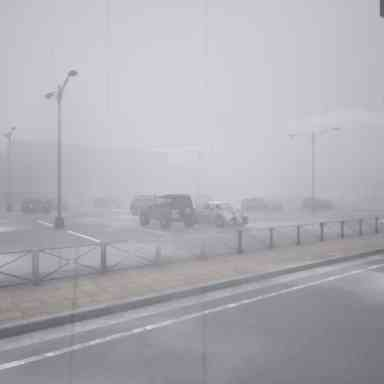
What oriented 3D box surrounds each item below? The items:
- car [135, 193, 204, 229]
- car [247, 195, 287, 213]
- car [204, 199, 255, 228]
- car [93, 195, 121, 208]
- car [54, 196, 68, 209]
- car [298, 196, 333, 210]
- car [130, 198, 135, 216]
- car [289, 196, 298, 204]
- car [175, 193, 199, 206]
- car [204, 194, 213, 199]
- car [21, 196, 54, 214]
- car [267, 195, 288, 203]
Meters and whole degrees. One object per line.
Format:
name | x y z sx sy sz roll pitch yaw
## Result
car | -1.402 1.076 19.226 1.905 1.878 3.866 0 0 -36
car | 7.079 1.296 34.296 2.007 1.523 4.514 0 0 -36
car | 1.642 1.360 20.695 1.970 1.475 3.806 0 0 -36
car | -11.124 1.153 43.401 2.152 1.636 5.027 0 0 -36
car | -16.113 1.232 39.351 1.970 1.475 3.806 0 0 -36
car | 15.170 1.317 40.162 1.845 1.501 3.633 0 0 -36
car | -3.395 1.097 27.517 1.932 1.855 4.605 0 0 -36
car | 18.361 1.381 56.114 1.970 1.475 3.806 0 0 -36
car | -0.797 1.075 50.954 1.905 1.878 3.866 0 0 -36
car | 1.305 1.095 53.002 1.932 1.855 4.605 0 0 -36
car | -14.907 1.298 31.499 2.007 1.523 4.514 0 0 -36
car | 16.385 1.370 63.863 1.845 1.501 3.633 0 0 -36
